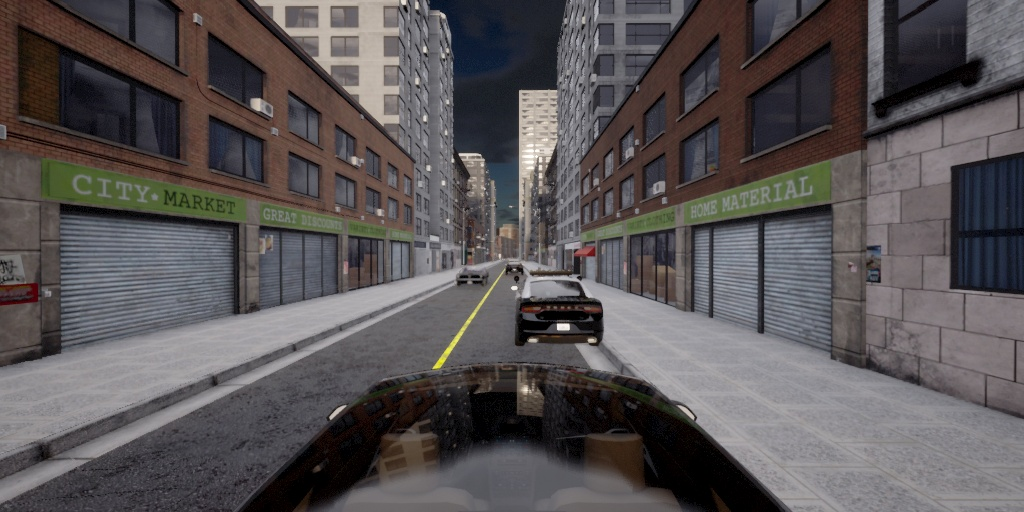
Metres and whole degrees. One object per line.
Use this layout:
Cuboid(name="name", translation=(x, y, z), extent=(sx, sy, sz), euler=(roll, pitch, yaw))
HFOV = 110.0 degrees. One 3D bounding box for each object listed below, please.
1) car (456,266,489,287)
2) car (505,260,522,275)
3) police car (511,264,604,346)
Cuboid(name="car", translation=(-2.624, 1.357, 24.548), extent=(1.895, 1.301, 4.718), euler=(0, 0, 0))
Cuboid(name="car", translation=(0.280, 1.248, 38.871), extent=(1.882, 1.535, 5.008), euler=(0, 0, 0))
Cuboid(name="police car", translation=(1.010, 1.176, 9.544), extent=(1.930, 1.638, 5.238), euler=(0, 0, 0))
